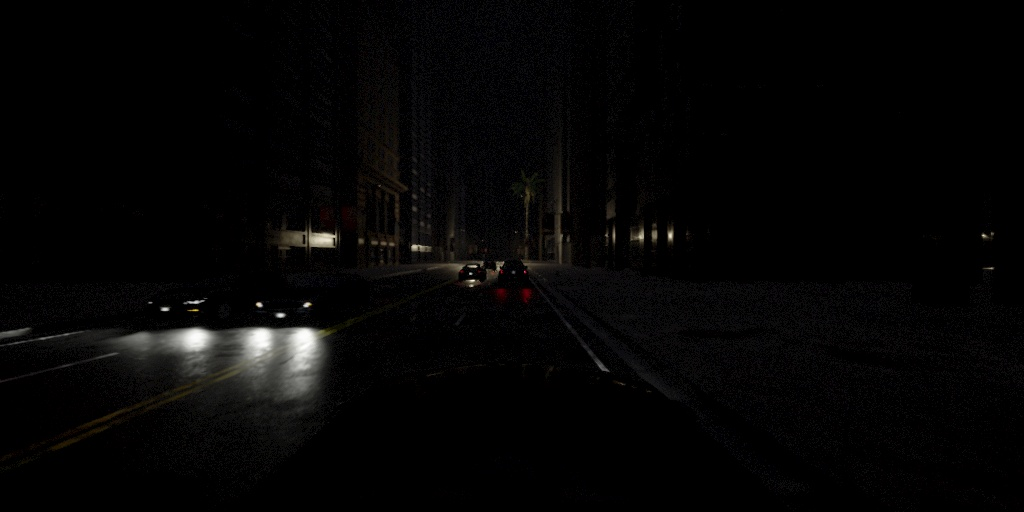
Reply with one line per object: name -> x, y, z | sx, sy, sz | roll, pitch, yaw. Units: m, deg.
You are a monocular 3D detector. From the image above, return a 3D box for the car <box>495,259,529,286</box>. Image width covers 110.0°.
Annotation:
car -> 0.102, 1.111, 25.676 | 2.097, 1.767, 4.553 | 0, 0, 0

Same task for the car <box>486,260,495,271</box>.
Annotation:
car -> -3.148, 1.299, 50.431 | 1.812, 1.442, 4.674 | 0, 0, 0

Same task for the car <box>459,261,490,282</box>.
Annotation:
car -> -3.151, 1.326, 29.396 | 1.994, 1.385, 4.181 | 0, 0, 0

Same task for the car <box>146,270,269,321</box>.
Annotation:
car -> -9.796, 1.260, 12.570 | 1.837, 1.490, 4.892 | 0, 0, 0

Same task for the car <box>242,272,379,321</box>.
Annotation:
car -> -6.544, 1.302, 12.819 | 2.033, 1.411, 5.357 | 0, 0, 1
